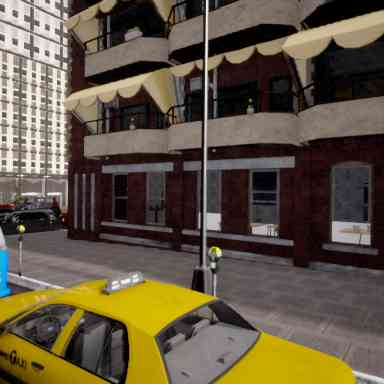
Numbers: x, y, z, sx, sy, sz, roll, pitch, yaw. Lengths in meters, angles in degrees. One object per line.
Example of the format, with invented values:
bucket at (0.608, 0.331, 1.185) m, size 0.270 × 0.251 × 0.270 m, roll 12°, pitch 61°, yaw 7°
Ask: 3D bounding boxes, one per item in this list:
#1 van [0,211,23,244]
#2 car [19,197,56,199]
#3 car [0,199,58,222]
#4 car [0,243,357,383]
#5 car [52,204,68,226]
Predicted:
van at (-5.320, 1.341, 6.657) m, size 3.998 × 1.788 × 1.690 m, roll 0°, pitch 1°, yaw 36°
car at (-13.756, 1.345, 28.112) m, size 2.192 × 1.841 × 5.009 m, roll 1°, pitch 0°, yaw 36°
car at (-12.476, 1.550, 25.446) m, size 2.128 × 1.511 × 4.902 m, roll 1°, pitch 0°, yaw 36°
car at (-0.898, 1.525, 3.504) m, size 4.829 × 1.417 × 1.752 m, roll 0°, pitch 1°, yaw 36°
car at (-6.968, 1.690, 23.202) m, size 1.887 × 1.381 × 4.507 m, roll 1°, pitch 0°, yaw 36°
